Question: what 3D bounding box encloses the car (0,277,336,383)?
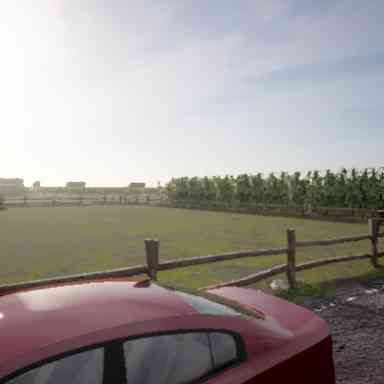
[{"bbox_3d":[-1.073,1.480,2.235,5.008,1.535,1.882,0,0,-35],"label":"car"}]
